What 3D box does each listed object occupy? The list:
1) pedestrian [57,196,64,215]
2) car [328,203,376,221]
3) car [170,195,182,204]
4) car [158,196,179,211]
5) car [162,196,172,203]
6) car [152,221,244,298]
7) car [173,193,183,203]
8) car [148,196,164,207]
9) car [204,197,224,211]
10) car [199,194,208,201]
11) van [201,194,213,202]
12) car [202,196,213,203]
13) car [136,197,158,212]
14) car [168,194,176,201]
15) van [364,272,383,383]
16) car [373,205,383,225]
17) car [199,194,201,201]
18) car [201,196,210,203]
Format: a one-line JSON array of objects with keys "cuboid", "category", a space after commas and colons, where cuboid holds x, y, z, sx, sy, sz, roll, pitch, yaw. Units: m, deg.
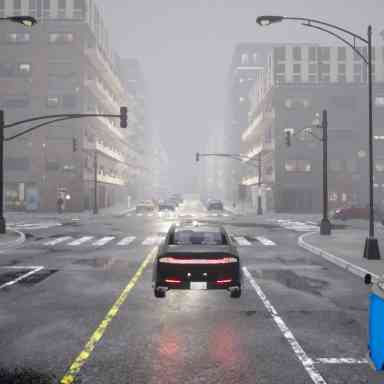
[{"cuboid": [-12.462, 1.218, 31.425, 0.375, 1.860, 0.375, 0, -1, 1], "category": "pedestrian"}, {"cuboid": [13.711, 1.609, 28.104, 4.097, 1.590, 1.967, 0, -1, 1], "category": "car"}, {"cuboid": [-2.969, 1.546, 50.847, 1.812, 1.442, 4.674, 0, 0, 0], "category": "car"}, {"cuboid": [-3.001, 1.563, 40.944, 2.033, 1.411, 5.357, 0, 0, 0], "category": "car"}, {"cuboid": [-5.496, 1.577, 73.822, 1.887, 1.381, 4.507, 1, 0, 0], "category": "car"}, {"cuboid": [0.122, 1.494, 8.488, 2.128, 1.511, 4.902, 0, 0, 0], "category": "car"}, {"cuboid": [-2.886, 1.251, 64.623, 2.150, 2.045, 5.566, 0, 0, 1], "category": "car"}, {"cuboid": [-5.550, 1.460, 51.252, 1.967, 1.590, 4.097, 1, 0, 0], "category": "car"}, {"cuboid": [2.801, 1.581, 39.946, 1.947, 1.339, 4.313, 1, 0, 0], "category": "car"}, {"cuboid": [2.916, 1.354, 85.086, 2.192, 1.841, 5.009, 1, 0, 0], "category": "car"}, {"cuboid": [2.846, 1.364, 56.873, 1.690, 1.788, 3.998, 1, 0, 0], "category": "van"}, {"cuboid": [2.815, 1.568, 45.588, 2.008, 1.369, 4.403, 1, 0, 0], "category": "car"}, {"cuboid": [-5.579, 1.541, 39.796, 1.752, 1.417, 4.829, 1, 0, 0], "category": "car"}, {"cuboid": [-5.453, 1.483, 90.750, 1.967, 1.590, 4.097, 1, 0, 0], "category": "car"}, {"cuboid": [2.679, 1.342, 1.999, 1.690, 1.788, 3.998, 1, 0, 0], "category": "van"}, {"cuboid": [13.587, 1.583, 19.723, 4.313, 1.339, 1.947, 0, -1, 1], "category": "car"}, {"cuboid": [2.871, 1.555, 68.328, 1.752, 1.417, 4.829, 1, 0, 0], "category": "car"}, {"cuboid": [2.883, 1.614, 73.801, 1.802, 1.307, 4.206, 1, 0, 0], "category": "car"}]
